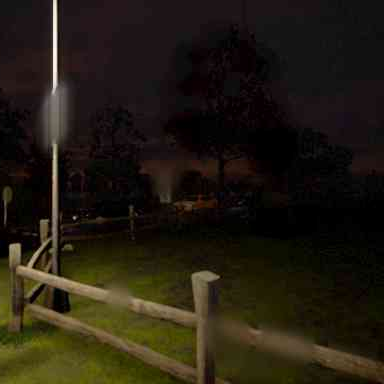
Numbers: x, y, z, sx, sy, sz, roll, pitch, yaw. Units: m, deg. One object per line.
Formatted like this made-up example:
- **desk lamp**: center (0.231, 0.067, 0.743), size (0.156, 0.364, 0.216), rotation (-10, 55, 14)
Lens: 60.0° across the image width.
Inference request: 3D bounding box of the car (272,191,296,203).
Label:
- **car**: center (12.539, 0.696, 45.190), size (1.882, 1.535, 5.008), rotation (0, 1, 37)

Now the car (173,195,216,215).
- **car**: center (0.430, 1.039, 28.946), size (1.882, 1.535, 5.008), rotation (0, 1, 37)

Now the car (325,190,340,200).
- **car**: center (23.324, 0.496, 54.869), size (1.837, 1.490, 4.892), rotation (0, 1, 36)

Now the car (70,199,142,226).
- **car**: center (-5.355, 1.237, 21.150), size (1.837, 1.490, 4.892), rotation (0, 1, 37)

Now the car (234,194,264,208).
- **car**: center (6.328, 0.957, 36.869), size (1.994, 1.385, 4.181), rotation (0, 1, 38)
